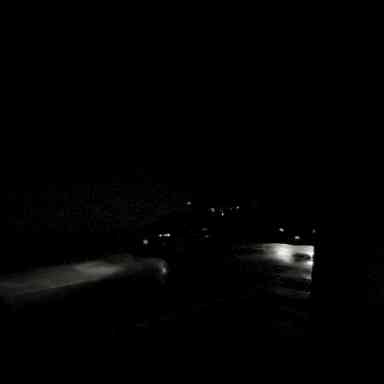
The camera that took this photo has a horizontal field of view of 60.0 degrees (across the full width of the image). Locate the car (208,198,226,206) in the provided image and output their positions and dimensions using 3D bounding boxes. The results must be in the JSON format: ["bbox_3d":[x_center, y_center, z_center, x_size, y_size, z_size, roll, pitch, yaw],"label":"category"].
[{"bbox_3d":[3.875,1.758,54.617,1.812,1.442,4.674,0,0,-6],"label":"car"}]

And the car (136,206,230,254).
[{"bbox_3d":[-0.240,1.556,14.080,2.128,1.511,4.902,0,0,36],"label":"car"}]

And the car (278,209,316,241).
[{"bbox_3d":[5.849,1.608,16.897,2.033,1.411,5.357,0,0,28],"label":"car"}]

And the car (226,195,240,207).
[{"bbox_3d":[6.979,1.788,58.413,2.033,1.411,5.357,0,0,-6],"label":"car"}]
